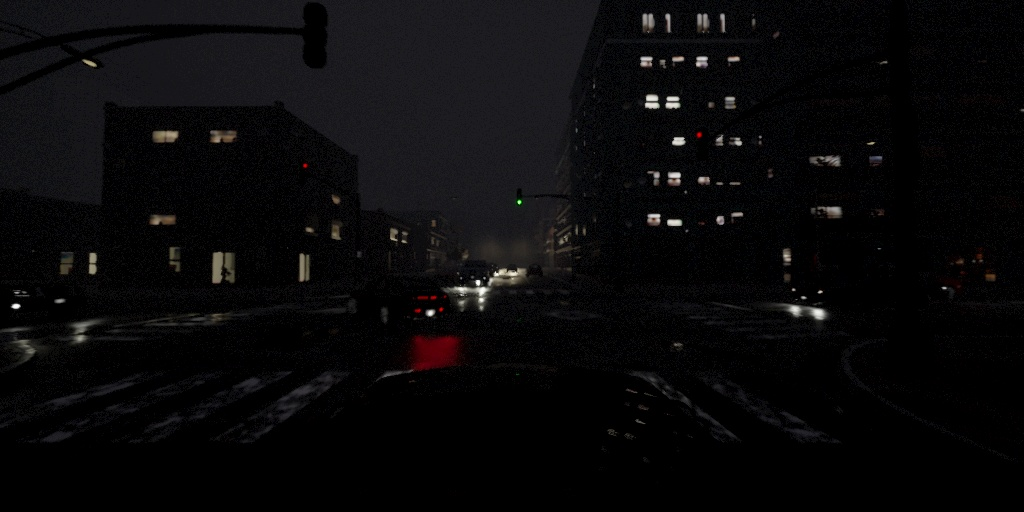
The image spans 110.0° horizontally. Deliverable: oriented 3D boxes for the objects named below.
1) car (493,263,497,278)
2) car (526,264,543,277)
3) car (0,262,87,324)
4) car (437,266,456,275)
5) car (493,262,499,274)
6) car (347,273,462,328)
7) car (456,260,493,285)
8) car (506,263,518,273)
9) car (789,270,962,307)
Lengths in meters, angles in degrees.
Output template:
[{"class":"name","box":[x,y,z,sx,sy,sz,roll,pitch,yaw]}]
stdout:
[{"class":"car","box":[-3.076,1.812,41.261,1.994,1.385,4.181,0,-1,0]},{"class":"car","box":[2.696,1.719,43.761,1.967,1.591,4.097,0,0,0]},{"class":"car","box":[-18.306,1.219,12.368,5.566,2.045,2.150,-1,-2,1]},{"class":"car","box":[-5.763,1.681,32.333,1.888,1.381,4.507,0,0,0]},{"class":"car","box":[-3.051,1.774,55.057,2.097,1.767,4.553,0,-1,0]},{"class":"car","box":[-3.937,1.387,12.086,1.837,1.490,4.892,3,-3,-42]},{"class":"car","box":[-3.086,1.338,30.797,2.150,2.045,5.566,0,-1,0]},{"class":"car","box":[0.007,2.027,59.592,2.033,1.411,5.357,0,-1,0]},{"class":"car","box":[15.051,1.361,15.249,5.357,1.411,2.033,0,-2,1]}]
